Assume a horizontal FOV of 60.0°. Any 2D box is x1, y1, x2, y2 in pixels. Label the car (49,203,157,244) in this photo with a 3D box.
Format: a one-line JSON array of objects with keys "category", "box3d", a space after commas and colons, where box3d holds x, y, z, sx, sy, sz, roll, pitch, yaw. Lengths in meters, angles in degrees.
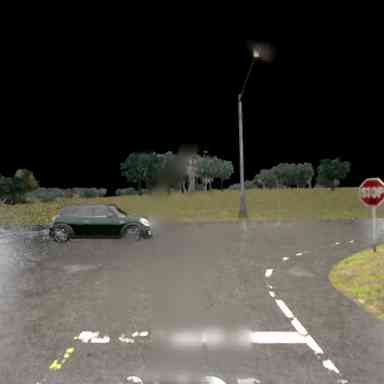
[{"category": "car", "box3d": [-3.889, 1.309, 15.012, 4.553, 1.767, 2.097, 0, -1, 0]}]
